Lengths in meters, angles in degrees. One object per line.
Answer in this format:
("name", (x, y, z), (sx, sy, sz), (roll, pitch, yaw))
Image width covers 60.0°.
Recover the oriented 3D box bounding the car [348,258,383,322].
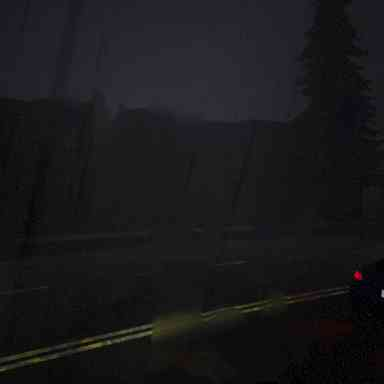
("car", (4.874, 1.564, 5.935), (4.181, 1.385, 1.994), (0, 0, -25))
